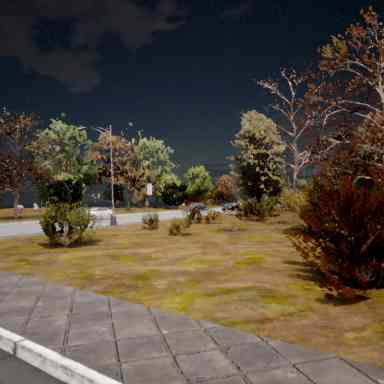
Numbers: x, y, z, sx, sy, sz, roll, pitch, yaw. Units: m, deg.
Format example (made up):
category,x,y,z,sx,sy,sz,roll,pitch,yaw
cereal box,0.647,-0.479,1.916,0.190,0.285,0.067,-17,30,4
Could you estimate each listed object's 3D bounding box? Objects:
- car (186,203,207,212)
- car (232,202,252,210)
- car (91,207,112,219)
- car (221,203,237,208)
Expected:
category,x,y,z,sx,sy,sz,roll,pitch,yaw
car,0.744,2.554,55.552,1.837,1.490,4.892,-3,-3,32
car,9.414,2.577,62.496,1.895,1.301,4.718,-3,-2,33
car,-10.793,2.439,37.252,1.812,1.442,4.674,-3,-1,32
car,6.300,2.313,51.018,1.895,1.301,4.718,-3,-2,32
